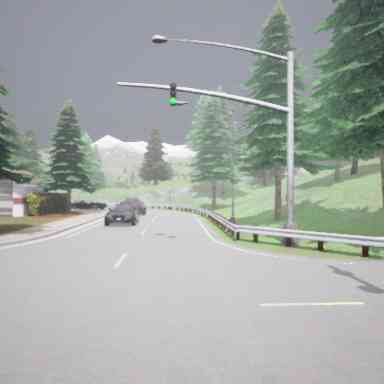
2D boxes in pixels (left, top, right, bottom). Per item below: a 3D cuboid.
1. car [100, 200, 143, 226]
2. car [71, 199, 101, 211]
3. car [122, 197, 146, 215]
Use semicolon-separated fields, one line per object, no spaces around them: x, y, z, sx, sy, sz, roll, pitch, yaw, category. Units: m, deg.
-4.795;1.529;23.115;1.994;1.385;4.181;0;0;-4;car
-12.763;1.545;40.396;4.718;1.301;1.895;0;0;12;car
-5.944;1.303;32.873;2.097;1.767;4.553;0;0;-21;car
